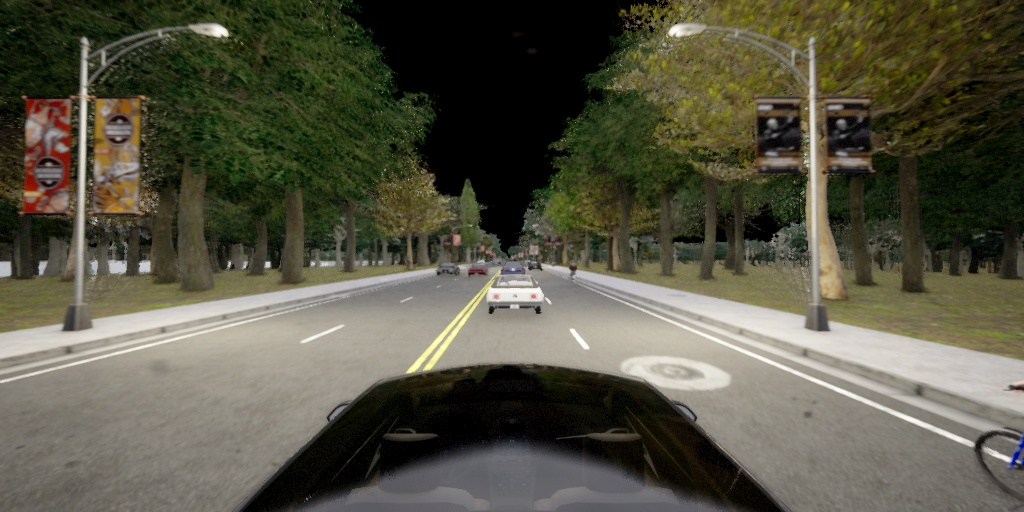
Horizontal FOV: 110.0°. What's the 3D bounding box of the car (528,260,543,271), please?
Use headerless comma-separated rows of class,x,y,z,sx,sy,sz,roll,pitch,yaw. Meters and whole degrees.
car,3.350,1.398,52.898,1.812,1.442,4.674,0,0,0

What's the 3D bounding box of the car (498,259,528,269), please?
car,0.099,1.160,32.209,2.097,1.767,4.553,0,0,0

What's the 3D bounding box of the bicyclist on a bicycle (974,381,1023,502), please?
bicyclist on a bicycle,4.128,1.187,2.456,0.866,1.612,1.509,0,0,0

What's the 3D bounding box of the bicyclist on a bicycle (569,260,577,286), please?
bicyclist on a bicycle,4.141,1.160,24.457,0.659,1.776,1.843,0,0,0

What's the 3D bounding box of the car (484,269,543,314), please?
car,0.100,1.368,13.942,1.895,1.301,4.718,0,0,0

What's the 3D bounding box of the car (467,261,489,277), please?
car,-3.346,1.419,36.145,1.895,1.301,4.718,0,0,0

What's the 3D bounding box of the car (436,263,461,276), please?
car,-6.592,1.385,37.496,1.994,1.385,4.181,0,0,0
